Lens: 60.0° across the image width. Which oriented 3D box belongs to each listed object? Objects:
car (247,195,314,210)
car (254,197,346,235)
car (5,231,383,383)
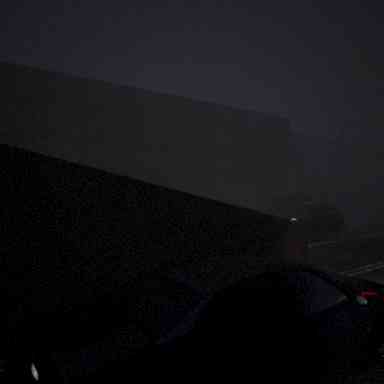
[{"bbox_3d":[5.639,1.208,20.792,5.566,2.045,2.150,0,0,-36],"label":"car"},{"bbox_3d":[5.556,1.322,16.463,4.553,1.767,2.097,0,0,-35],"label":"car"},{"bbox_3d":[0.717,1.541,4.262,5.357,1.411,2.033,0,0,-35],"label":"car"}]
